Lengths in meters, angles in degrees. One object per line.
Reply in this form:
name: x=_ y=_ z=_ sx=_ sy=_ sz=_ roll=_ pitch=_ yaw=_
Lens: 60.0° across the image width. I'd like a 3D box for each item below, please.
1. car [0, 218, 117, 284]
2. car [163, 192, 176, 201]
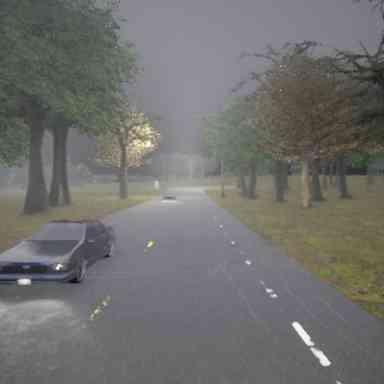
car: x=-3.598 y=1.516 z=9.800 sx=2.033 sy=1.411 sz=5.357 roll=0 pitch=0 yaw=0
car: x=-3.534 y=0.631 z=53.178 sx=1.994 sy=1.385 sz=4.181 roll=0 pitch=2 yaw=1
